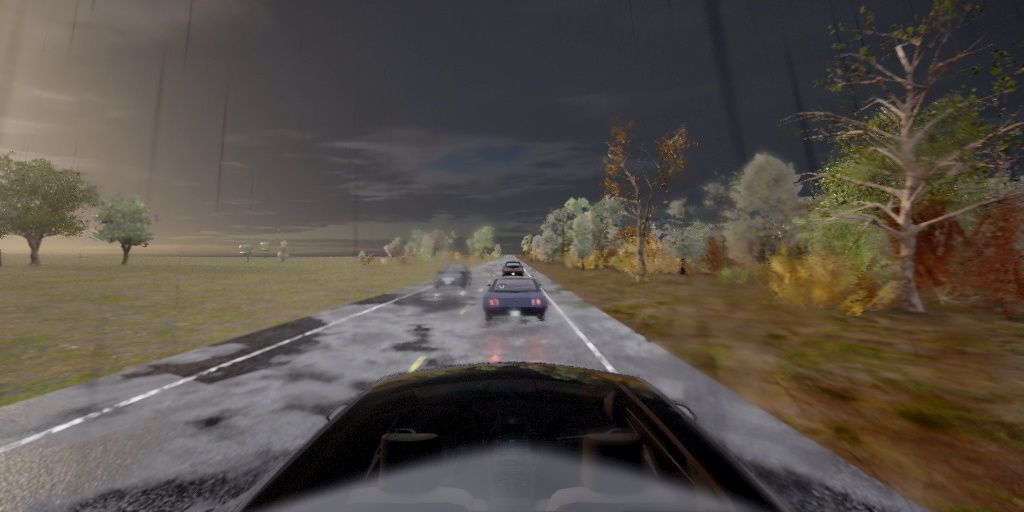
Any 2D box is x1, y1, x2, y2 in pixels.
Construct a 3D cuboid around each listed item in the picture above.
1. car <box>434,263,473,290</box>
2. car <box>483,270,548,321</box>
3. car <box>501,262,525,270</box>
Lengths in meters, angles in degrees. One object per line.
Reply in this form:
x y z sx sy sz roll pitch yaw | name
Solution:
-3.601 1.234 22.621 2.128 1.511 4.902 0 0 0 | car
0.101 1.349 12.419 1.895 1.301 4.718 0 0 0 | car
0.099 1.237 32.371 1.837 1.490 4.892 0 0 0 | car
